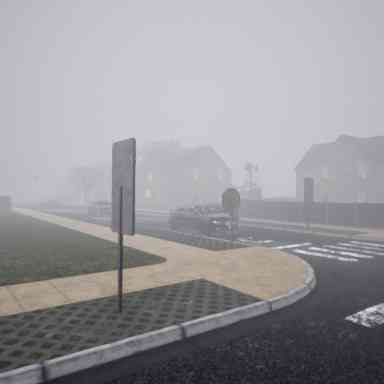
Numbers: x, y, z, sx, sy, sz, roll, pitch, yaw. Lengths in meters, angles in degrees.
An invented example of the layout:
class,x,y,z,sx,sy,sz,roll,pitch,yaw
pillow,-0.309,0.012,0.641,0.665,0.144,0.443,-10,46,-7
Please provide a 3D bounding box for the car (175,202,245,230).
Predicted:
class,x,y,z,sx,sy,sz,roll,pitch,yaw
car,1.051,1.506,22.223,2.128,1.511,4.902,1,-1,-34

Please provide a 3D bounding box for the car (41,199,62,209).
class,x,y,z,sx,sy,sz,roll,pitch,yaw
car,-19.573,1.635,46.238,1.895,1.301,4.718,1,-1,-36

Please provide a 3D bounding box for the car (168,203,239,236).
class,x,y,z,sx,sy,sz,roll,pitch,yaw
car,0.520,1.473,18.413,2.128,1.511,4.902,1,0,-36

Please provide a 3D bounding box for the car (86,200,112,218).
class,x,y,z,sx,sy,sz,roll,pitch,yaw
car,-8.187,1.481,30.406,1.837,1.490,4.892,1,0,-36
